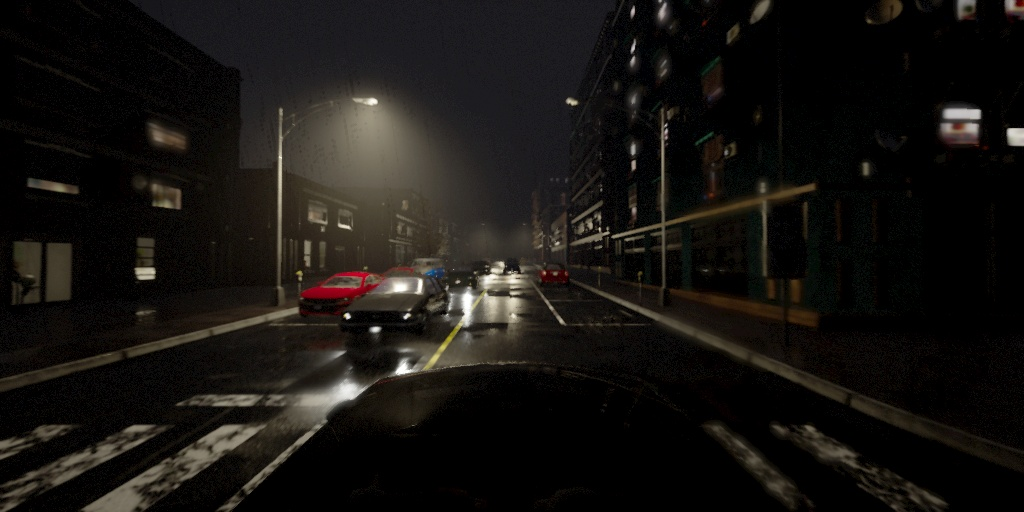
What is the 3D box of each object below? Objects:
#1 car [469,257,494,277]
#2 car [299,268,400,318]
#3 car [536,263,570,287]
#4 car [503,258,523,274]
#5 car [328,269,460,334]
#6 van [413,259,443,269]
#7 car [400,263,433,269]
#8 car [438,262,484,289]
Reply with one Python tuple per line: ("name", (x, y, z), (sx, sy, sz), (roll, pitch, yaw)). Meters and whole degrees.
("car", (-3.073, 1.194, 35.453), (1.837, 1.490, 4.892), (0, 2, 0))
("car", (-5.765, 1.277, 12.885), (1.888, 1.381, 4.507), (0, 0, 0))
("car", (2.693, 1.153, 24.315), (1.967, 1.591, 4.097), (0, 0, 0))
("car", (0.004, 1.213, 40.554), (1.812, 1.442, 4.674), (0, 0, 0))
("car", (-3.095, 1.283, 10.807), (2.033, 1.411, 5.357), (0, 0, 0))
("van", (-5.687, 1.054, 24.255), (1.690, 1.789, 3.998), (0, 0, 0))
("car", (-5.688, 1.267, 18.567), (1.888, 1.381, 4.507), (0, 0, 0))
("car", (-3.088, 1.280, 22.490), (1.994, 1.385, 4.181), (0, 0, 0))
